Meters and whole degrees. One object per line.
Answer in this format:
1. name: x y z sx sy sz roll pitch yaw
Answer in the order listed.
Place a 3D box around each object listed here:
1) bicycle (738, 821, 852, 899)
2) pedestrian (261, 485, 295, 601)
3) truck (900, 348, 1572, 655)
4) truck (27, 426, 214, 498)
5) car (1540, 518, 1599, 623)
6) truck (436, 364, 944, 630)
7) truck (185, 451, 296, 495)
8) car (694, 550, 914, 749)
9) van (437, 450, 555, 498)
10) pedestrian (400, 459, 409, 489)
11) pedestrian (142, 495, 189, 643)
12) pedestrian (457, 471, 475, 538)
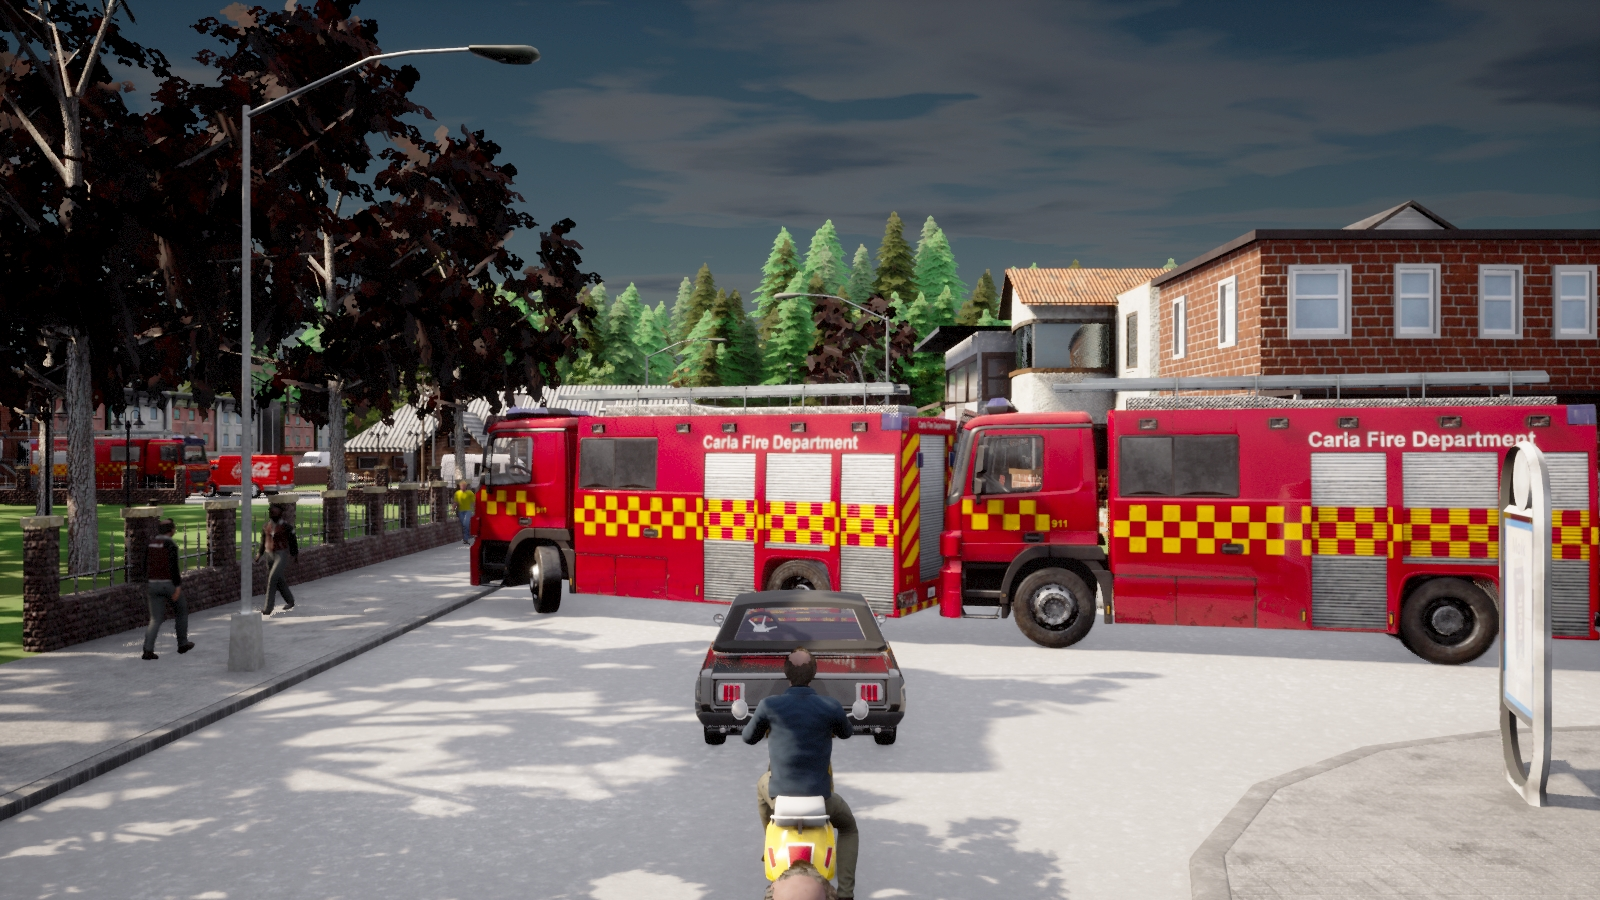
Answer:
1. bicycle: -0.015 1.938 3.086 0.329 1.271 1.835 0 0 0
2. pedestrian: -8.552 1.517 18.719 0.375 1.860 0.375 0 0 6
3. truck: 5.910 0.661 16.742 8.468 3.827 2.891 0 0 15
4. truck: -37.229 0.645 62.824 8.468 3.827 2.891 0 0 -2
5. car: 14.298 1.835 17.290 4.792 1.488 2.163 0 0 0
6. truck: -2.040 0.664 19.657 8.468 3.827 2.891 0 0 27
7. truck: -32.552 1.318 66.622 5.204 2.467 2.627 0 0 0
8. car: 0.033 1.930 12.217 1.895 1.301 4.718 0 0 0
9. van: -16.613 1.289 62.612 5.915 2.561 1.988 0 0 0
10. pedestrian: -24.483 1.496 70.776 0.375 1.860 0.375 0 0 32
11. pedestrian: -8.137 1.516 14.658 0.375 1.860 0.375 0 0 8
12. pedestrian: -9.361 1.512 32.020 0.375 1.860 0.375 0 0 0
